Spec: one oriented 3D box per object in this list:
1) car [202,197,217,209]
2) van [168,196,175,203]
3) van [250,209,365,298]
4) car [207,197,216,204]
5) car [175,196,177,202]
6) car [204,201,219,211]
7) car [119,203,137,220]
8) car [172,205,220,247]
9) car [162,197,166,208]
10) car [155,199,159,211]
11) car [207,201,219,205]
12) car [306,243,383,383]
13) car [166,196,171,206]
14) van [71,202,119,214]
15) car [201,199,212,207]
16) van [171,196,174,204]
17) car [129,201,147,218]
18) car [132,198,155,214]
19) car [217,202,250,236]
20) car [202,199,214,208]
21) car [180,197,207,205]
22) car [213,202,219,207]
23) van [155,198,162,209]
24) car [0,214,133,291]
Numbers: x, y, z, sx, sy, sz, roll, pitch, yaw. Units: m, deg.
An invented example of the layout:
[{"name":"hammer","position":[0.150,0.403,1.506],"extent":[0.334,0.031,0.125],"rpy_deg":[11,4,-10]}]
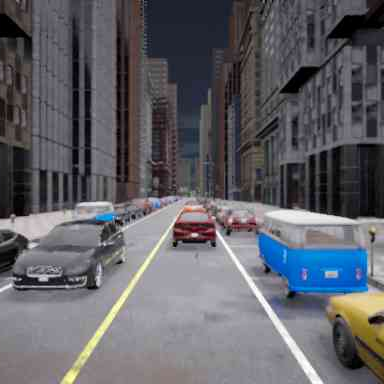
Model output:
[{"name":"car","position":[2.780,1.769,53.527],"extent":[2.192,1.841,5.009],"rpy_deg":[0,0,0]},{"name":"van","position":[-5.729,2.134,92.976],"extent":[1.690,1.788,3.998],"rpy_deg":[0,-1,0]},{"name":"van","position":[2.761,1.414,8.438],"extent":[1.690,1.788,3.998],"rpy_deg":[0,0,0]},{"name":"car","position":[2.775,1.799,42.253],"extent":[1.967,1.590,4.097],"rpy_deg":[0,0,0]},{"name":"car","position":[-5.731,2.294,87.338],"extent":[2.008,1.369,4.403],"rpy_deg":[0,-1,0]},{"name":"car","position":[2.778,1.972,47.889],"extent":[1.947,1.339,4.313],"rpy_deg":[0,0,0]},{"name":"car","position":[-5.756,1.779,25.337],"extent":[1.947,1.339,4.313],"rpy_deg":[0,0,0]},{"name":"car","position":[0.105,1.613,15.931],"extent":[1.882,1.535,5.008],"rpy_deg":[0,0,0]},{"name":"car","position":[-5.745,1.893,53.520],"extent":[1.967,1.590,4.097],"rpy_deg":[0,0,0]},{"name":"car","position":[-5.749,1.902,42.246],"extent":[1.887,1.381,4.507],"rpy_deg":[0,0,0]},{"name":"car","position":[2.771,1.814,30.981],"extent":[2.008,1.369,4.403],"rpy_deg":[0,0,0]},{"name":"car","position":[2.759,1.552,2.970],"extent":[1.752,1.417,4.829],"rpy_deg":[0,0,0]},{"name":"car","position":[-5.740,1.989,64.794],"extent":[1.967,1.590,4.097],"rpy_deg":[0,0,0]},{"name":"van","position":[-5.759,1.507,19.702],"extent":[1.690,1.788,3.998],"rpy_deg":[0,0,0]},{"name":"car","position":[2.785,2.116,64.797],"extent":[1.947,1.339,4.313],"rpy_deg":[0,0,0]},{"name":"van","position":[-5.736,1.986,76.067],"extent":[1.690,1.788,3.998],"rpy_deg":[0,0,0]},{"name":"car","position":[-5.754,1.827,30.973],"extent":[1.947,1.339,4.313],"rpy_deg":[0,0,0]},{"name":"car","position":[-5.752,1.624,36.611],"extent":[2.192,1.841,5.009],"rpy_deg":[0,0,0]},{"name":"car","position":[2.766,1.608,19.709],"extent":[1.967,1.590,4.097],"rpy_deg":[0,0,0]},{"name":"car","position":[2.783,2.047,59.161],"extent":[1.887,1.381,4.507],"rpy_deg":[0,0,0]},{"name":"car","position":[0.112,1.632,32.992],"extent":[2.097,1.767,4.553],"rpy_deg":[0,0,0]},{"name":"car","position":[2.769,1.742,25.515],"extent":[1.752,1.417,4.829],"rpy_deg":[0,0,0]},{"name":"van","position":[-5.748,1.746,47.885],"extent":[1.690,1.788,3.998],"rpy_deg":[0,0,0]},{"name":"car","position":[-3.096,1.584,9.367],"extent":[1.837,1.490,4.892],"rpy_deg":[0,0,0]}]
